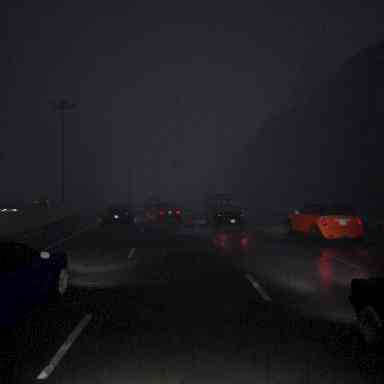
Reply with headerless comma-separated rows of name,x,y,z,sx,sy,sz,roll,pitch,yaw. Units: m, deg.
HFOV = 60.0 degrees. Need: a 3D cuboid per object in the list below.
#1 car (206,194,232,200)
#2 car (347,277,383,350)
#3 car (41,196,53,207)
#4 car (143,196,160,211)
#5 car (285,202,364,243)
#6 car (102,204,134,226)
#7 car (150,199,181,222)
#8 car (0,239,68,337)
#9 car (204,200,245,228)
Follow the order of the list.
car,2.955,1.192,38.471,2.150,2.045,5.566,0,0,-12
car,3.486,1.594,3.274,1.895,1.301,4.718,0,0,-1
car,-21.088,1.352,47.522,2.097,1.767,4.553,0,0,-16
car,-4.913,1.331,41.503,2.097,1.767,4.553,0,0,-13
car,6.217,1.332,16.229,2.097,1.767,4.553,0,0,-5
car,-5.140,1.556,23.431,1.994,1.385,4.181,0,0,-7
car,-1.999,1.532,26.492,2.033,1.411,5.357,0,0,-9
car,-3.604,1.479,5.402,1.882,1.535,5.008,0,0,-2
car,2.124,1.508,21.791,1.812,1.442,4.674,0,0,-7
